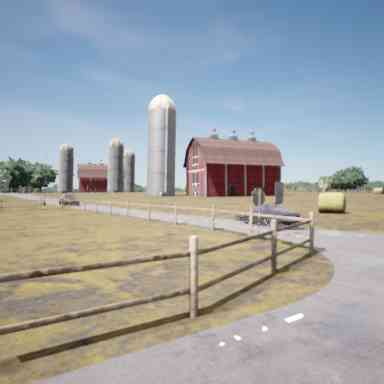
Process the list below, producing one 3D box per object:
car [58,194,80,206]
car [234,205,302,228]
[{"bbox_3d":[-18.503,1.091,50.043,2.097,1.767,4.553,2,0,-35],"label":"car"},{"bbox_3d":[4.994,1.564,22.577,2.033,1.411,5.357,1,-1,-26],"label":"car"}]
